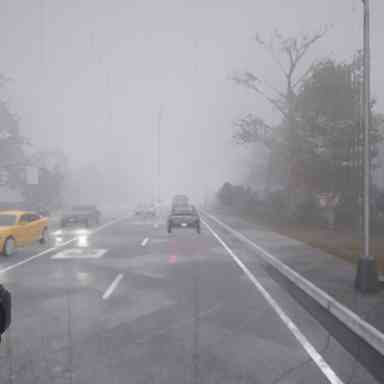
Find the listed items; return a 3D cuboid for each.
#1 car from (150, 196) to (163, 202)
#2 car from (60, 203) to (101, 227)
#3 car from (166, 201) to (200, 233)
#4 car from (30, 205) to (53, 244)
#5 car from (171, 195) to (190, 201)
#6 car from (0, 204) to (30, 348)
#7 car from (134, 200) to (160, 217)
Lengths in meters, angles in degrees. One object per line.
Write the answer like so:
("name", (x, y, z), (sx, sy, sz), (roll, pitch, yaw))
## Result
("car", (-8.093, 1.696, 75.464), (2.150, 2.045, 5.566), (0, 0, 6))
("car", (-7.763, 1.575, 23.561), (1.837, 1.490, 4.892), (0, 0, -2))
("car", (-0.521, 1.536, 20.133), (2.128, 1.511, 4.902), (0, 0, -2))
("car", (-7.361, 1.510, 13.294), (1.882, 1.535, 5.008), (0, 0, -2))
("car", (-1.488, 1.413, 42.954), (2.150, 2.045, 5.566), (0, -1, -2))
("car", (-3.477, 1.229, 2.105), (2.150, 2.045, 5.566), (0, 0, 0))
("car", (-4.582, 1.723, 33.336), (1.895, 1.301, 4.718), (0, 0, -3))
